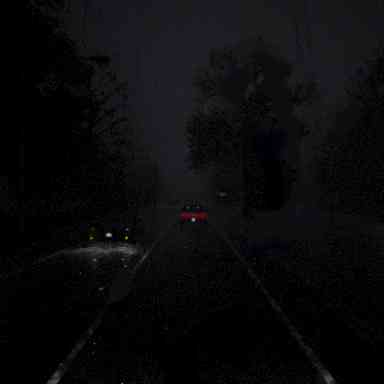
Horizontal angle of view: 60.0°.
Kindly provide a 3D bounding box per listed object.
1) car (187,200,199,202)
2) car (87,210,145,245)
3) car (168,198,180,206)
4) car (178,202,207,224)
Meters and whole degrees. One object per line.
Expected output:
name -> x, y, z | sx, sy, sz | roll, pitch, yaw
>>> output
car -> 0.104, 1.681, 41.330 | 1.895, 1.301, 4.718 | 0, 5, 0
car -> -3.351, 1.547, 15.379 | 1.994, 1.385, 4.181 | 0, 0, 0
car -> -3.183, 1.805, 58.992 | 1.994, 1.385, 4.181 | 0, 0, 1
car -> 0.097, 1.666, 25.375 | 1.895, 1.301, 4.718 | 0, -1, 0
